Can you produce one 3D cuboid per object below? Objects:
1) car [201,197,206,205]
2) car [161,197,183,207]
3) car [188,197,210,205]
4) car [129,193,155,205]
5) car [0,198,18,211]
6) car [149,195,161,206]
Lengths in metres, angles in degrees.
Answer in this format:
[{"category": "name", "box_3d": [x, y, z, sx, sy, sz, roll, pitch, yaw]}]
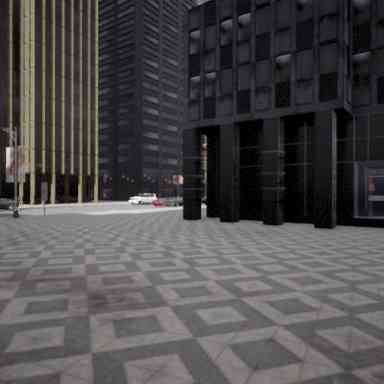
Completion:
[{"category": "car", "box_3d": [3.980, 1.564, 60.210, 1.882, 1.535, 5.008, 0, 0, 36]}, {"category": "car", "box_3d": [-2.038, 1.563, 51.722, 2.128, 1.511, 4.902, 0, 0, 36]}, {"category": "car", "box_3d": [1.337, 1.607, 62.102, 1.812, 1.442, 4.674, 0, 0, 36]}, {"category": "car", "box_3d": [-8.689, 1.283, 59.321, 2.150, 2.045, 5.566, 0, 0, 36]}, {"category": "car", "box_3d": [-23.188, 1.530, 39.178, 1.837, 1.490, 4.892, 0, 0, 36]}, {"category": "car", "box_3d": [-4.398, 1.631, 53.995, 1.994, 1.385, 4.181, 0, 0, 36]}]
